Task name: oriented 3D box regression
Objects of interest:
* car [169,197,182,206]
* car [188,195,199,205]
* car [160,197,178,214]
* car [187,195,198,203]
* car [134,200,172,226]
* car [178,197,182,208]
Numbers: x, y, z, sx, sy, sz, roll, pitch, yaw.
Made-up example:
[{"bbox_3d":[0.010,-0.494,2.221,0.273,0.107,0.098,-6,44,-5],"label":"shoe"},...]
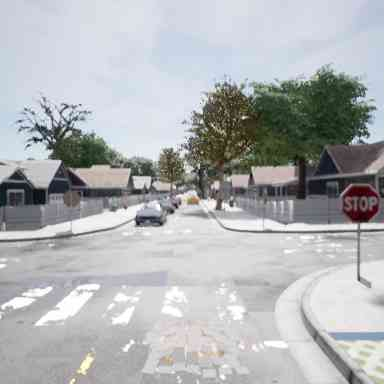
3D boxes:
[{"bbox_3d":[-2.685,1.506,54.775,1.895,1.301,4.718,0,0,1],"label":"car"},{"bbox_3d":[0.216,1.380,57.015,1.882,1.535,5.008,0,0,0],"label":"car"},{"bbox_3d":[-2.775,1.463,34.201,1.812,1.442,4.674,0,0,0],"label":"car"},{"bbox_3d":[0.140,1.383,66.974,2.128,1.511,4.902,0,0,0],"label":"car"},{"bbox_3d":[-2.802,1.505,23.636,2.033,1.411,5.357,0,0,0],"label":"car"},{"bbox_3d":[-2.747,1.521,44.541,1.895,1.301,4.718,0,0,0],"label":"car"}]
